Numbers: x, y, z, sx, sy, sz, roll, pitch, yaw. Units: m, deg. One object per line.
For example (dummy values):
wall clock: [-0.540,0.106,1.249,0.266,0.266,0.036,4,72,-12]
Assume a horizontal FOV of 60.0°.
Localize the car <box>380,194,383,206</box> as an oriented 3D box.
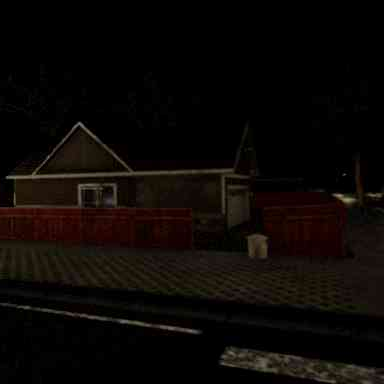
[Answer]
car: [19.517,0.725,32.144,1.837,1.490,4.892,-1,1,21]
